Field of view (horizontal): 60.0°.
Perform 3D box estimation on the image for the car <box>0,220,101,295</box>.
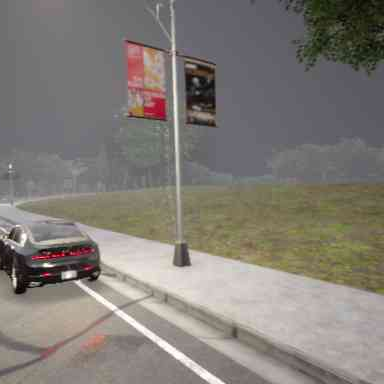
[{"bbox_3d":[-4.009,1.516,9.005,1.837,1.490,4.892,-2,1,-35],"label":"car"}]
